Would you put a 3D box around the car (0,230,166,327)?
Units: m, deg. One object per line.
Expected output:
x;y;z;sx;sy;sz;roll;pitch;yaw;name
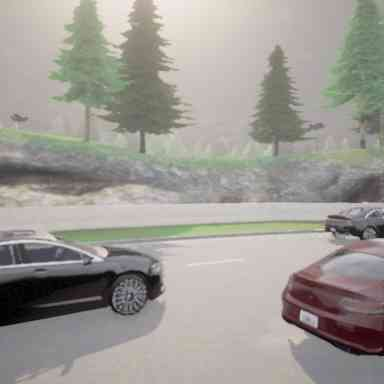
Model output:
-2.796;1.419;5.724;4.902;1.511;2.128;0;0;-34;car

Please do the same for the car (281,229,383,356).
3.585;1.495;5.385;4.674;1.442;1.812;0;0;-27;car

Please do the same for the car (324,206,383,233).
8.324;1.405;14.842;4.902;1.511;2.128;0;0;-17;car
